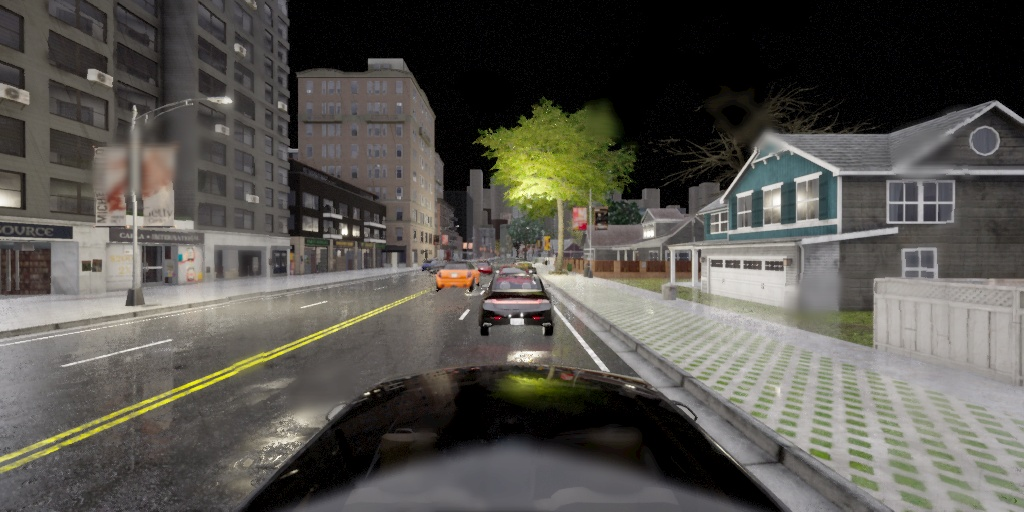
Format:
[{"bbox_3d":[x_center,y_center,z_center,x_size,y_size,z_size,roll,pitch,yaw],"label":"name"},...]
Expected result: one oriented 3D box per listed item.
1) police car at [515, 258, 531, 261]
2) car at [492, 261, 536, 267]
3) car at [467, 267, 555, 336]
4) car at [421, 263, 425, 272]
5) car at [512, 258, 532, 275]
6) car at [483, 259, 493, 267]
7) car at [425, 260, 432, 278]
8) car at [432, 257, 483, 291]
[{"bbox_3d":[1.005,1.155,29.608,1.930,1.638,5.238,0,0,0],"label":"police car"},{"bbox_3d":[0.120,1.219,19.879,1.882,1.535,5.008,0,0,0],"label":"car"},{"bbox_3d":[0.112,1.239,10.375,2.128,1.511,4.902,0,0,0],"label":"car"},{"bbox_3d":[-9.805,1.188,44.283,1.882,1.535,5.008,0,0,0],"label":"car"},{"bbox_3d":[1.015,1.068,39.468,2.097,1.767,4.553,0,0,0],"label":"car"},{"bbox_3d":[-3.110,1.280,39.535,1.994,1.385,4.181,0,0,0],"label":"car"},{"bbox_3d":[-6.566,1.228,34.247,1.837,1.490,4.892,0,0,0],"label":"car"},{"bbox_3d":[-3.128,1.091,21.609,2.097,1.767,4.553,0,0,0],"label":"car"}]
